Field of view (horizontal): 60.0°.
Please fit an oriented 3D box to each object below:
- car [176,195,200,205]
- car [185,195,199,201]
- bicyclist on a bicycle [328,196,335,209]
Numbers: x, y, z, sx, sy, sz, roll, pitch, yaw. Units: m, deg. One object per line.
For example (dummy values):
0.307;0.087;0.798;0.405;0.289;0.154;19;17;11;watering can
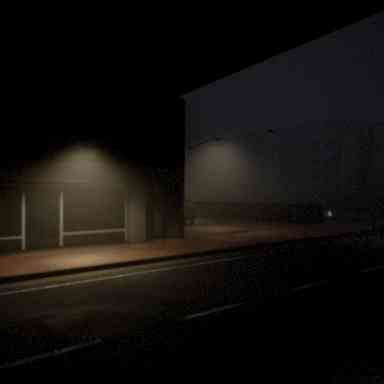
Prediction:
-0.866;1.442;63.119;2.097;1.767;4.553;0;0;-41;car
-0.313;1.564;50.910;2.128;1.511;4.902;0;0;-36;car
18.378;1.398;43.752;1.656;1.620;0.582;0;0;-36;bicyclist on a bicycle
